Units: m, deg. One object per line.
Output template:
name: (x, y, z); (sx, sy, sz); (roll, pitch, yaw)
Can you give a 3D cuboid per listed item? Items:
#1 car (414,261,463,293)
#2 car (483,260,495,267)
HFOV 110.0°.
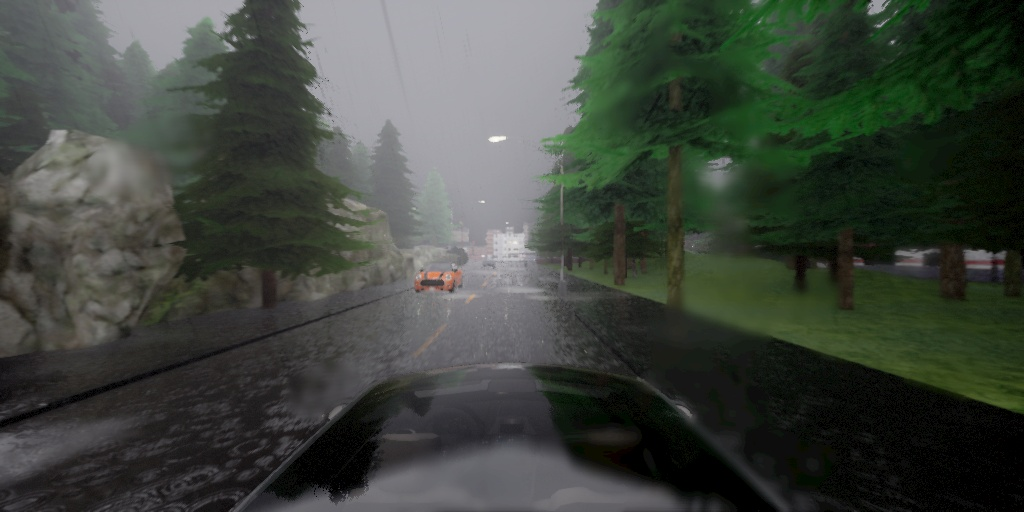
car: (-4.104, 1.101, 20.643); (2.097, 1.767, 4.553); (0, 0, 0)
car: (-4.043, 1.313, 63.655); (1.994, 1.385, 4.181); (0, 0, -1)
